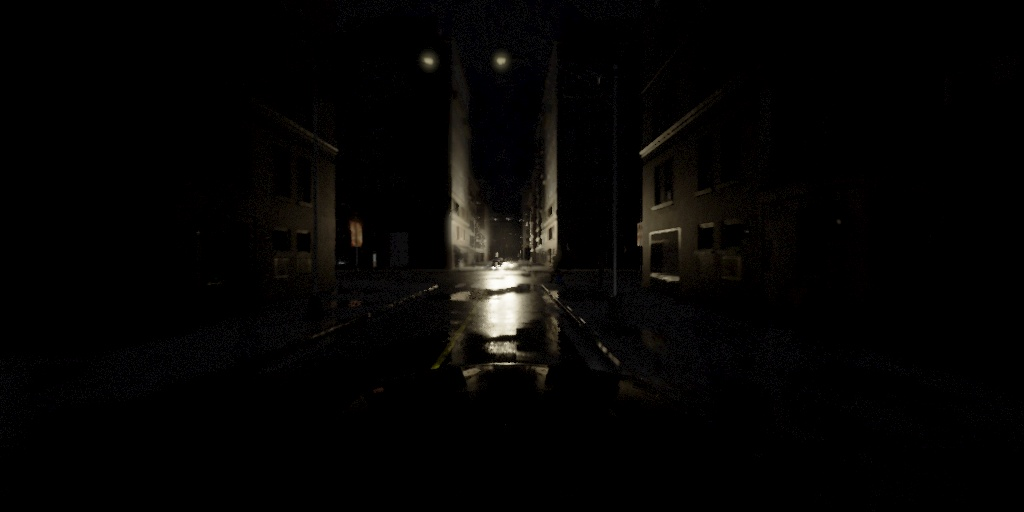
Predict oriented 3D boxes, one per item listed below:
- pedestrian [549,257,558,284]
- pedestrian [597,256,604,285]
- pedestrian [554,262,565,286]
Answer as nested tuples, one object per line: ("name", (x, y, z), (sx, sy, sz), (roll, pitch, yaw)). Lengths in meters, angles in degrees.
("pedestrian", (2.767, 0.874, 22.982), (0.375, 1.860, 0.375), (0, 0, 0))
("pedestrian", (5.516, 0.874, 22.381), (0.375, 1.860, 0.375), (0, 0, 0))
("pedestrian", (2.893, 1.155, 21.784), (0.375, 1.300, 0.375), (0, 0, 0))
